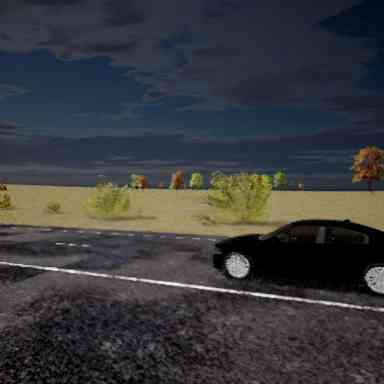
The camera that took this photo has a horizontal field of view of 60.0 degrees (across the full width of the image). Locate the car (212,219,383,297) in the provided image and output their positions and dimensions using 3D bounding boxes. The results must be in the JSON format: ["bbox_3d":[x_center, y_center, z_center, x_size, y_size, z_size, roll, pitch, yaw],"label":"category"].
[{"bbox_3d":[2.955,1.414,8.281,5.008,1.535,1.882,0,0,24],"label":"car"}]
